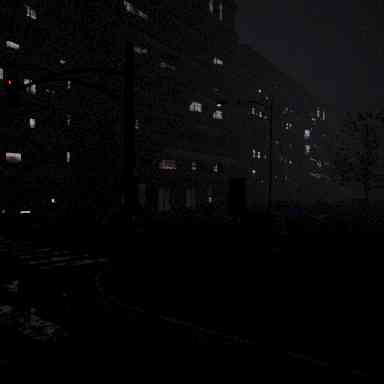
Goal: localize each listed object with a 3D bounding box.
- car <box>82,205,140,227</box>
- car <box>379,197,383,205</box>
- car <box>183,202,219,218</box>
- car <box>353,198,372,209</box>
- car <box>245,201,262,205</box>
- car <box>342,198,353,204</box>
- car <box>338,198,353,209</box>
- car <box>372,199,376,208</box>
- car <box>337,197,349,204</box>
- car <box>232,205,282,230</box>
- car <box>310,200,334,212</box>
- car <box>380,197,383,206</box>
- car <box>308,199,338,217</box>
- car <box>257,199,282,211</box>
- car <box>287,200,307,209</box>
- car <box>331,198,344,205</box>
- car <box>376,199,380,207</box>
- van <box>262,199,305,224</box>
[{"bbox_3d":[-5.664,1.626,23.699,2.008,1.369,4.403,1,0,36],"label":"car"},{"bbox_3d":[47.089,2.151,81.036,2.192,1.841,5.009,1,0,36],"label":"car"},{"bbox_3d":[0.910,1.712,32.602,1.887,1.381,4.507,1,0,36],"label":"car"},{"bbox_3d":[27.368,1.891,54.328,2.192,1.841,5.009,1,0,36],"label":"car"},{"bbox_3d":[7.483,1.840,41.505,1.802,1.307,4.206,1,0,36],"label":"car"},{"bbox_3d":[40.249,2.221,85.883,1.752,1.417,4.829,1,0,36],"label":"car"},{"bbox_3d":[24.071,2.064,54.235,2.033,1.411,5.357,1,0,37],"label":"car"},{"bbox_3d":[30.652,2.202,58.778,1.802,1.307,4.206,1,0,36],"label":"car"},{"bbox_3d":[37.064,2.094,81.569,1.967,1.590,4.097,1,0,36],"label":"car"},{"bbox_3d":[4.359,1.827,23.167,1.947,1.339,4.313,1,0,36],"label":"car"},{"bbox_3d":[18.097,1.914,46.121,1.882,1.535,5.008,1,0,36],"label":"car"},{"bbox_3d":[37.226,2.252,67.681,1.887,1.381,4.507,1,0,36],"label":"car"},{"bbox_3d":[14.221,1.838,36.522,1.967,1.590,4.097,1,0,36],"label":"car"},{"bbox_3d":[10.771,1.743,45.957,1.967,1.590,4.097,1,0,36],"label":"car"},{"bbox_3d":[17.343,1.975,54.860,1.802,1.307,4.206,1,0,36],"label":"car"},{"bbox_3d":[33.776,2.177,77.117,1.947,1.339,4.313,1,0,36],"label":"car"},{"bbox_3d":[33.940,2.104,63.230,1.967,1.590,4.097,1,0,36],"label":"car"},{"bbox_3d":[7.648,1.648,27.618,1.690,1.788,3.998,1,0,36],"label":"van"}]
